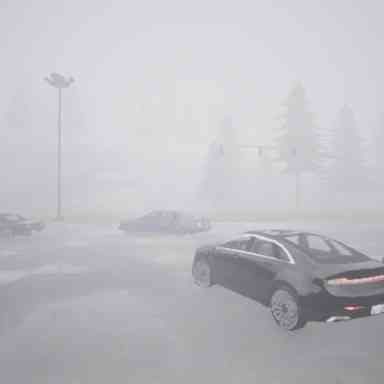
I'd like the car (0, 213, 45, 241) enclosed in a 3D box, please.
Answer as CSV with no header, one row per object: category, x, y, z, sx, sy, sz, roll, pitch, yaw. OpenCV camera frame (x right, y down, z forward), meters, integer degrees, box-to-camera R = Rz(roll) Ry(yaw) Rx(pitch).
car,-10.447,1.784,17.515,4.718,1.301,1.895,0,-1,5

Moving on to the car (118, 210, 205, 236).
car,-1.559,1.728,18.989,5.357,1.411,2.033,0,-1,23

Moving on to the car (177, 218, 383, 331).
car,1.710,1.557,7.152,2.128,1.511,4.902,1,-1,-26
